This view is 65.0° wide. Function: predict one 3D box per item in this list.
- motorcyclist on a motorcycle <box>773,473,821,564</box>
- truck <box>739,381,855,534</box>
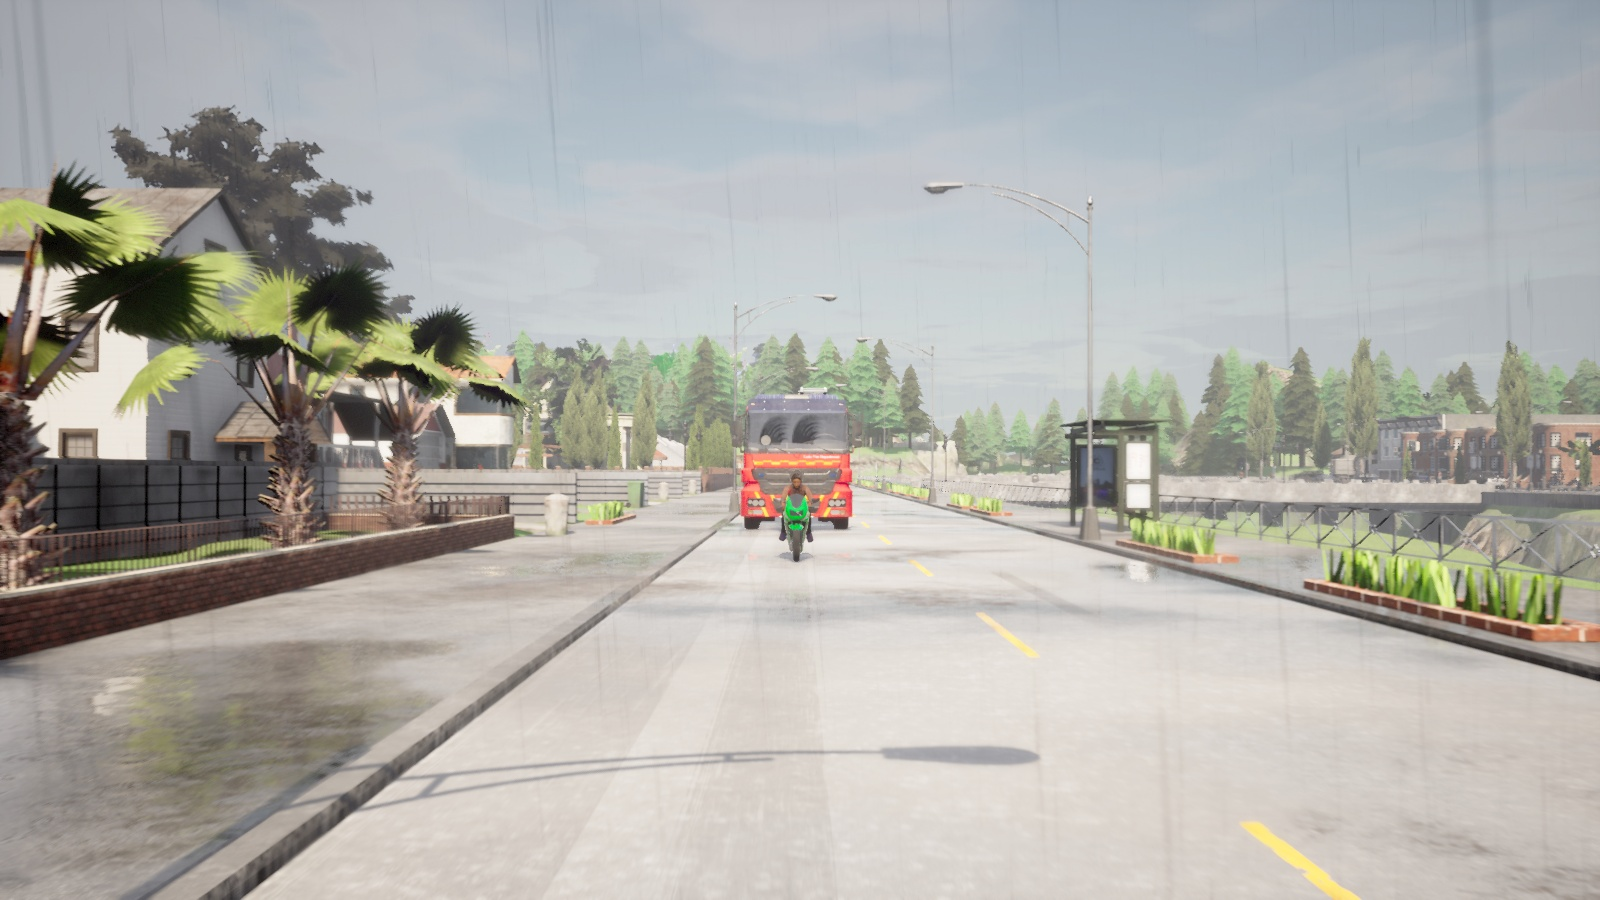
[{"bbox_3d":[-0.052,1.166,22.021,0.797,1.523,2.044,0,-1,0],"label":"motorcyclist on a motorcycle"},{"bbox_3d":[-0.089,0.249,35.792,2.891,3.827,8.468,0,-1,0],"label":"truck"}]
